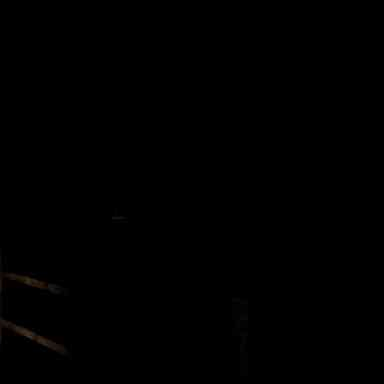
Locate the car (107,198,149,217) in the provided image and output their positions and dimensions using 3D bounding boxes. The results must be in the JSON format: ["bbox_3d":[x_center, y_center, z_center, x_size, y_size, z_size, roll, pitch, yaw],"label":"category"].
[{"bbox_3d":[-7.461,1.742,38.812,2.150,2.045,5.566,-1,-1,36],"label":"car"}]

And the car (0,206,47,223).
[{"bbox_3d":[-15.085,1.905,28.329,1.895,1.301,4.718,-1,-1,36],"label":"car"}]

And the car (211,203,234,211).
[{"bbox_3d":[5.177,2.480,56.013,1.895,1.301,4.718,-1,-1,36],"label":"car"}]
